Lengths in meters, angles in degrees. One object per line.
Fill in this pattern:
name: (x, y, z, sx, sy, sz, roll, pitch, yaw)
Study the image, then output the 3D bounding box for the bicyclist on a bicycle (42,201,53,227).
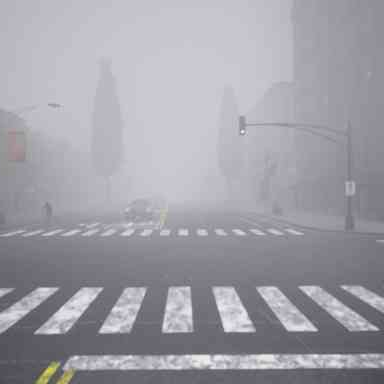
bicyclist on a bicycle: (-9.288, 1.423, 21.426, 0.582, 1.620, 1.656, 0, 0, -3)

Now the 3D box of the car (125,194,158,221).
car: (-4.154, 1.319, 26.994, 2.097, 1.767, 4.553, 0, 0, -3)

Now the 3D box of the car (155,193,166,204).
car: (-5.965, 1.266, 60.328, 2.150, 2.045, 5.566, 0, 0, -3)

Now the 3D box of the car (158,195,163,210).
car: (-5.045, 1.463, 42.811, 1.837, 1.490, 4.892, 0, 0, -3)
